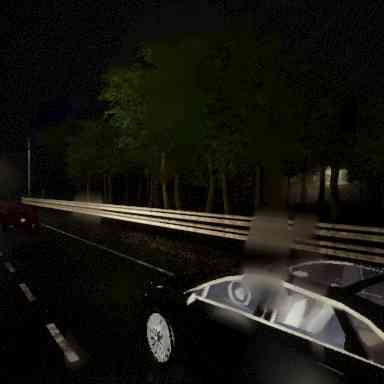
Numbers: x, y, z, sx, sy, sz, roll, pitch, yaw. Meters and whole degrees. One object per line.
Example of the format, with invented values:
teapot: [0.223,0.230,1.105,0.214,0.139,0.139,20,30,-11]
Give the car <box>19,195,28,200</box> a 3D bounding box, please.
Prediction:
car: [-42.651,1.522,85.366,1.994,1.385,4.181,0,0,-4]

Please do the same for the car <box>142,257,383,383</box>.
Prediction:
car: [1.154,1.491,3.612,2.128,1.511,4.902,0,0,-35]

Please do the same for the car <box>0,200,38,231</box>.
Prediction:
car: [-11.074,1.491,20.991,1.882,1.535,5.008,0,0,-35]
